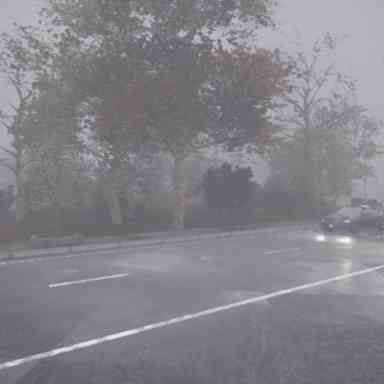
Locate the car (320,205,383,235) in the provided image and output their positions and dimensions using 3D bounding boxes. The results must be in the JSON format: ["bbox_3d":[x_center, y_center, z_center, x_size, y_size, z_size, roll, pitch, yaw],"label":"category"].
[{"bbox_3d":[9.238,1.493,18.731,4.674,1.442,1.812,0,0,-33],"label":"car"}]
